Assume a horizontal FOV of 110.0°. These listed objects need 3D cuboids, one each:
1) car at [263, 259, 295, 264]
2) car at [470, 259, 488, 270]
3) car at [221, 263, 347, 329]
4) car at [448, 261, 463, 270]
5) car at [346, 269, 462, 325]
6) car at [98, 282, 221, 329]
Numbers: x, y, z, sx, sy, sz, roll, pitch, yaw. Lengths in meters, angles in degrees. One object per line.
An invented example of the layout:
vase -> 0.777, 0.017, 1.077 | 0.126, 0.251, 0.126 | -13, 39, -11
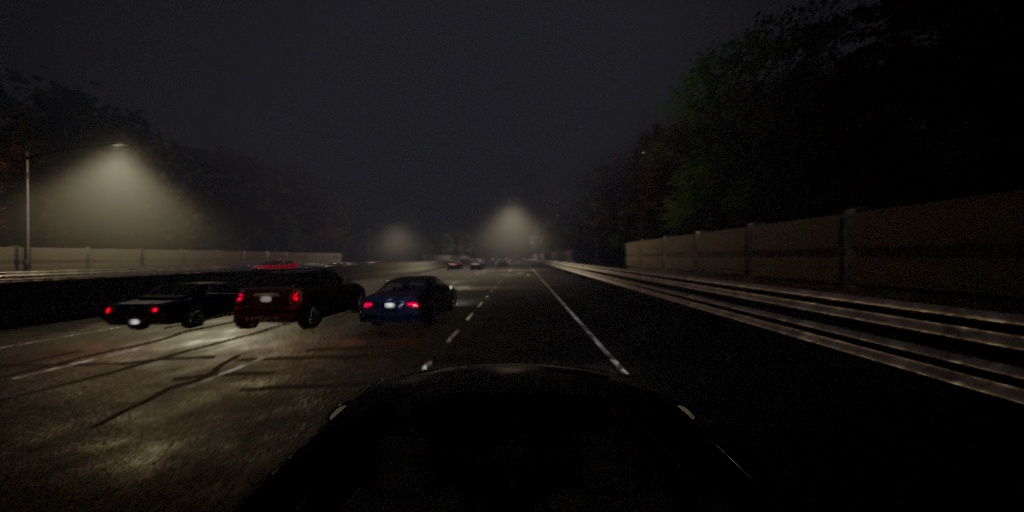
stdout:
car -> -26.967, 1.406, 40.925 | 2.150, 2.045, 5.566 | -1, 0, 2
car -> -5.466, 1.468, 57.138 | 2.128, 1.511, 4.902 | -1, 0, 2
car -> -6.687, 1.211, 11.954 | 2.097, 1.767, 4.553 | -1, 0, 2
car -> -8.968, 1.510, 57.142 | 2.128, 1.511, 4.902 | -1, 0, 2
car -> -3.187, 1.365, 12.044 | 2.033, 1.411, 5.357 | -1, 0, 2
car -> -10.187, 1.502, 11.958 | 1.895, 1.301, 4.718 | -1, 0, 2
